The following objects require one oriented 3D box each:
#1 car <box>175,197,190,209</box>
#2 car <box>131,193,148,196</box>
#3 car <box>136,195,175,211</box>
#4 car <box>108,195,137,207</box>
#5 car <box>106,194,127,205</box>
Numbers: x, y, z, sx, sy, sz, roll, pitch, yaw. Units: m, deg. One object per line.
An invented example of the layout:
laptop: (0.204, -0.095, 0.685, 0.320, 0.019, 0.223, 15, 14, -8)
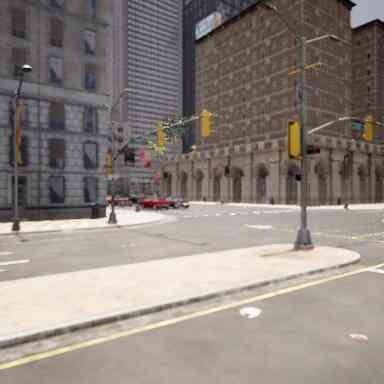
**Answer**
car: (-2.206, 1.441, 43.864, 2.128, 1.511, 4.902, 0, 0, -36)
car: (-7.939, 1.171, 51.898, 2.150, 2.045, 5.566, 0, 0, -35)
car: (-4.604, 1.435, 41.206, 1.882, 1.535, 5.008, 0, 0, -36)
car: (-10.411, 1.521, 49.328, 1.994, 1.385, 4.181, 0, 0, -35)
car: (-13.618, 1.301, 60.033, 2.097, 1.767, 4.553, 0, 0, -35)
